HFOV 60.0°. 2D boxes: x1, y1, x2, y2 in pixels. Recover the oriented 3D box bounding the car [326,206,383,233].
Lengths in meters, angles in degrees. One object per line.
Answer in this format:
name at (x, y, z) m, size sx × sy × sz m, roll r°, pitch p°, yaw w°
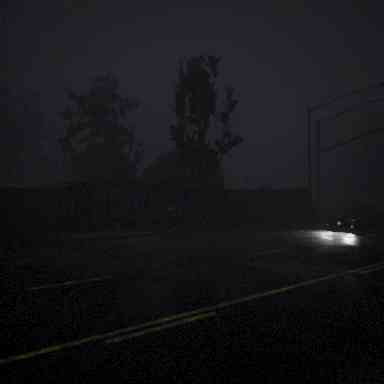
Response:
car at (9.728, 1.533, 19.456) m, size 4.181 × 1.385 × 1.994 m, roll 0°, pitch 0°, yaw -35°
